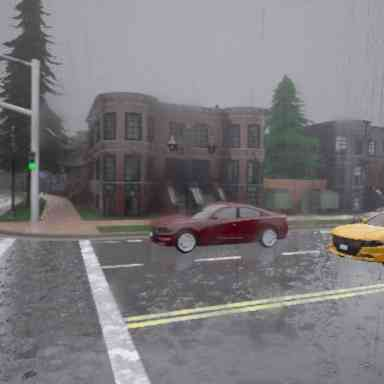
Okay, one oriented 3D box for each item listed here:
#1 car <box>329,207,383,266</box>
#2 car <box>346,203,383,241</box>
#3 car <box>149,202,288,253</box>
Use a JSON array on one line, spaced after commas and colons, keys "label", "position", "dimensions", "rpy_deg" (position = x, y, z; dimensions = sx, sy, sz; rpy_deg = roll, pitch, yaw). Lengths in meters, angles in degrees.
[{"label": "car", "position": [6.557, 1.283, 10.186], "dimensions": [5.008, 1.535, 1.882], "rpy_deg": [0, 2, -22]}, {"label": "car", "position": [9.402, 1.276, 15.084], "dimensions": [4.181, 1.385, 1.994], "rpy_deg": [0, 2, -22]}, {"label": "car", "position": [1.002, 1.118, 11.738], "dimensions": [5.008, 1.535, 1.882], "rpy_deg": [0, 2, -22]}]
